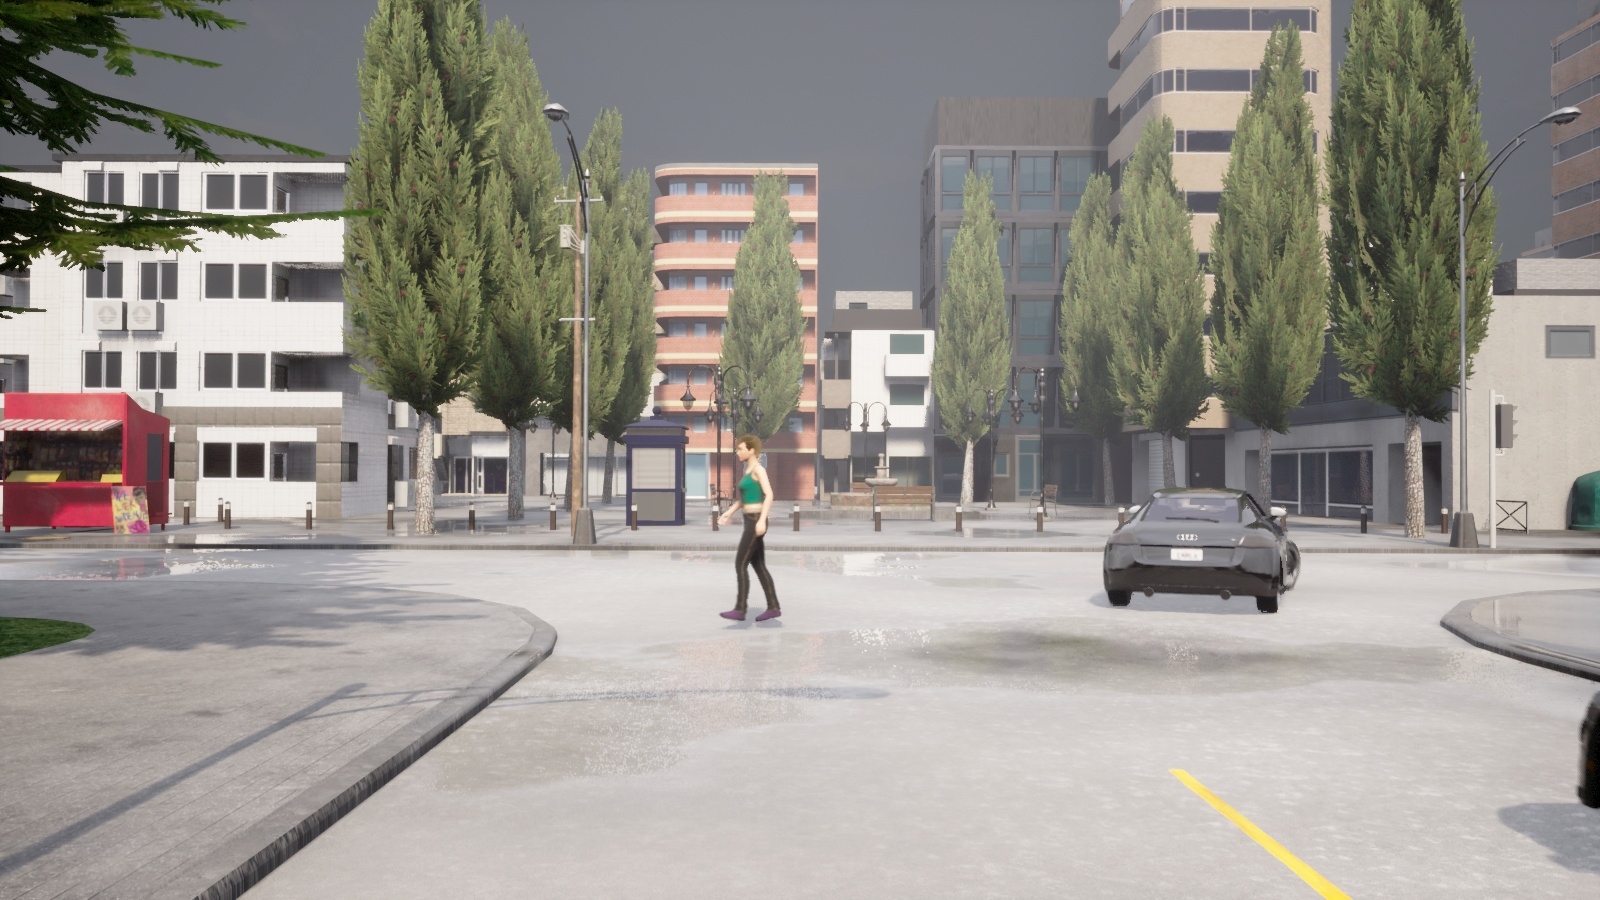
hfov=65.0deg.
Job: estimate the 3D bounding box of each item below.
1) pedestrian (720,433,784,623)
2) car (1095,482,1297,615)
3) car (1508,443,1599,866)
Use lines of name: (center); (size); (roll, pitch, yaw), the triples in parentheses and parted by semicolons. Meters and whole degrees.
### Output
pedestrian: (-0.477, 0.756, 12.370); (0.594, 1.836, 0.345); (0, -1, -9)
car: (5.121, 1.123, 15.844); (1.994, 1.385, 4.181); (-1, -1, 23)
car: (3.987, 0.754, 3.409); (1.851, 1.617, 3.988); (0, -1, 0)
